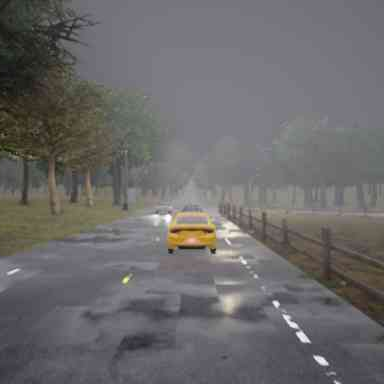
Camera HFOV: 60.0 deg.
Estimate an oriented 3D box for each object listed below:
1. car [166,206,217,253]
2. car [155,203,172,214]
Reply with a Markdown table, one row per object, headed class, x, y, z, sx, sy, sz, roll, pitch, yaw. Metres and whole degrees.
| class | x | y | z | sx | sy | sz | roll | pitch | yaw |
| --- | --- | --- | --- | --- | --- | --- | --- | --- | --- |
| car | 0.005 | 1.616 | 14.483 | 1.882 | 1.535 | 5.008 | 0 | 0 | 0 |
| car | -3.504 | 1.995 | 41.635 | 1.895 | 1.301 | 4.718 | 0 | -1 | 0 |
